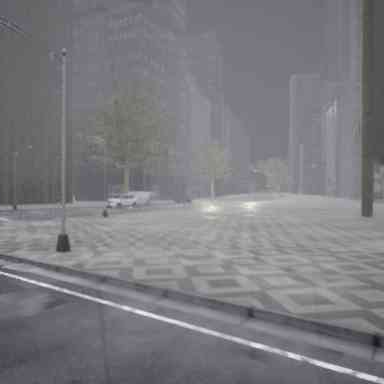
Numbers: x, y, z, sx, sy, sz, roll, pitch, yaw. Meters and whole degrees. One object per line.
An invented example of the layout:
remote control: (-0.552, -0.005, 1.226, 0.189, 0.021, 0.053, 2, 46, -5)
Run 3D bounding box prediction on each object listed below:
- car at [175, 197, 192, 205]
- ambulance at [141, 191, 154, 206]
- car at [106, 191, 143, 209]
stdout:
car: (-1.598, 1.572, 62.799, 1.994, 1.385, 4.181, 0, 0, 27)
ambulance: (-8.971, 1.103, 55.826, 2.351, 2.431, 6.366, 0, 0, 29)
car: (-9.996, 1.318, 47.634, 2.150, 2.045, 5.566, 0, 0, 30)
